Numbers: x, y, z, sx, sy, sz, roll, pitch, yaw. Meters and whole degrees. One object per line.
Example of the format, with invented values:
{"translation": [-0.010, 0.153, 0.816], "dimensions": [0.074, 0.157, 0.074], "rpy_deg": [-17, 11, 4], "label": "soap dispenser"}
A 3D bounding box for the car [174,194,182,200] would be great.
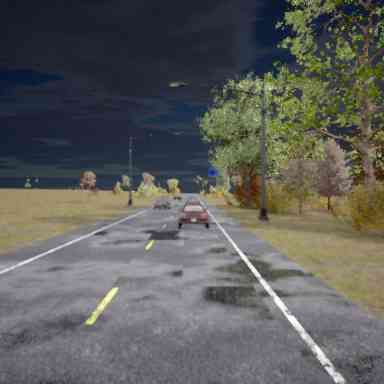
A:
{"translation": [-3.497, 1.259, 81.138], "dimensions": [2.033, 1.411, 5.357], "rpy_deg": [0, 0, 0], "label": "car"}

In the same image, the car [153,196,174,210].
{"translation": [-3.588, 1.359, 40.645], "dimensions": [1.837, 1.490, 4.892], "rpy_deg": [0, 0, 0], "label": "car"}

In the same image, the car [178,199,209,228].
{"translation": [0.102, 1.446, 21.544], "dimensions": [1.812, 1.442, 4.674], "rpy_deg": [0, 0, 0], "label": "car"}
